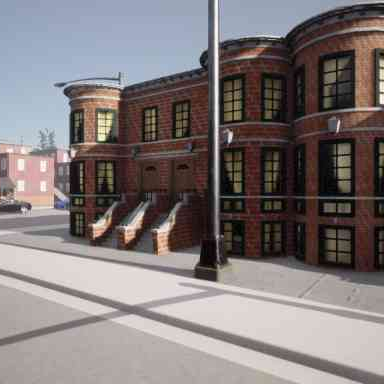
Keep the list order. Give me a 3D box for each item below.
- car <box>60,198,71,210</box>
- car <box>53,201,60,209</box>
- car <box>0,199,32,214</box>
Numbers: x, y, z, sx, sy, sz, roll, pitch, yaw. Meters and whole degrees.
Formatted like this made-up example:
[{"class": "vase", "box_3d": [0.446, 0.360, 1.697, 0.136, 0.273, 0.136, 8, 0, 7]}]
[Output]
[{"class": "car", "box_3d": [-13.338, 1.599, 41.185, 1.895, 1.301, 4.718, 0, 0, 36]}, {"class": "car", "box_3d": [-15.740, 1.478, 43.847, 1.882, 1.535, 5.008, 0, 0, 35]}, {"class": "car", "box_3d": [-18.780, 1.492, 33.586, 2.128, 1.511, 4.902, 0, 0, 36]}]
